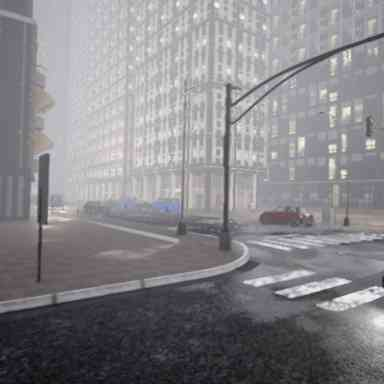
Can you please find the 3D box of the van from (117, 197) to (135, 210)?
[{"bbox_3d":[-9.395,1.578,47.826,1.690,1.788,3.998,2,-1,-35],"label":"van"}]

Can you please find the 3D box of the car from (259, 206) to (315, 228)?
[{"bbox_3d":[6.959,1.714,24.799,1.967,1.590,4.097,2,-1,-35],"label":"car"}]

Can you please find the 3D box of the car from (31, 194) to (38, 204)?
[{"bbox_3d":[-29.308,1.278,61.394,2.192,1.841,5.009,2,-1,-35],"label":"car"}]

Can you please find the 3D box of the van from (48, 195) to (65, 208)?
[{"bbox_3d":[-19.495,1.320,47.579,1.690,1.788,3.998,2,-1,-35],"label":"van"}]

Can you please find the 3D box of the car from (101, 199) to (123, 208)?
[{"bbox_3d":[-12.672,1.797,52.426,1.947,1.339,4.313,2,-1,-35],"label":"car"}]

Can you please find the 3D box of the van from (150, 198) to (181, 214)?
[{"bbox_3d":[-2.853,1.592,38.615,1.690,1.788,3.998,2,-1,-35],"label":"van"}]

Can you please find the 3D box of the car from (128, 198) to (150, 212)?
[{"bbox_3d":[-6.129,1.794,43.217,2.008,1.369,4.403,2,-1,-35],"label":"car"}]

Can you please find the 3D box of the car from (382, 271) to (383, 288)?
[{"bbox_3d":[6.301,1.632,7.753,4.674,1.442,1.812,1,0,-36],"label":"car"}]

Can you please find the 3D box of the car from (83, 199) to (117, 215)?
[{"bbox_3d":[-9.687,1.549,33.761,2.008,1.369,4.403,2,-1,-35],"label":"car"}]

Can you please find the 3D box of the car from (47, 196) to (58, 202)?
[{"bbox_3d":[-35.572,1.781,84.661,1.802,1.307,4.206,2,-1,-35],"label":"car"}]
